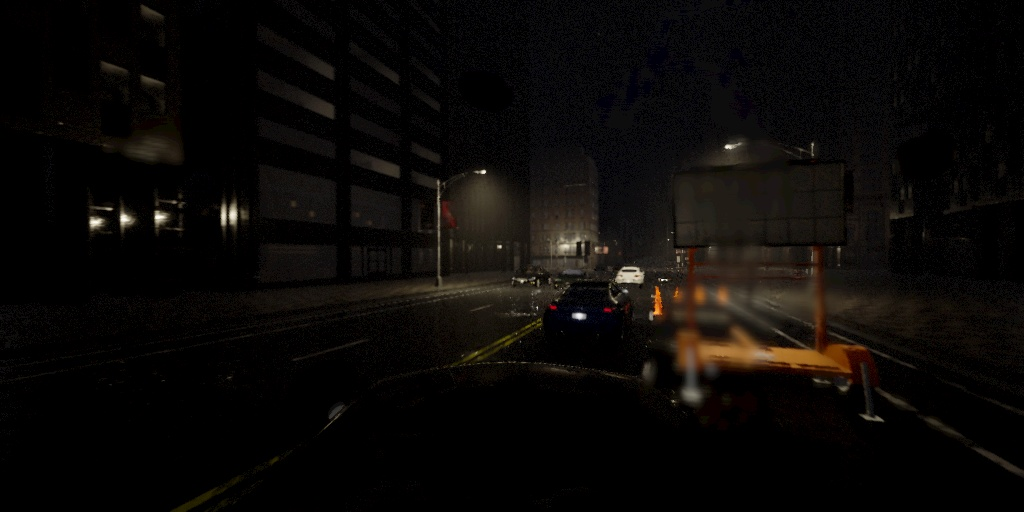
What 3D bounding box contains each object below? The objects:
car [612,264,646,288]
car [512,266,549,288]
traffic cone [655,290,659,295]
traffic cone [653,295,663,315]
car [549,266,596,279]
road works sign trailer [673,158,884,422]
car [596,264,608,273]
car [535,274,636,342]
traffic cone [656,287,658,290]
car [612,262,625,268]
[{"bbox_3d":[8.834,1.546,26.746,1.812,1.442,4.674,0,-1,22],"label":"car"},{"bbox_3d":[1.554,1.525,26.558,1.837,1.490,4.892,0,-1,22],"label":"car"},{"bbox_3d":[6.065,1.839,14.943,0.340,0.580,0.340,0,0,22],"label":"traffic cone"},{"bbox_3d":[5.329,1.819,13.084,0.340,0.580,0.340,0,0,22],"label":"traffic cone"},{"bbox_3d":[4.210,1.558,24.437,1.994,1.385,4.181,0,-1,22],"label":"car"},{"bbox_3d":[4.054,0.255,6.093,2.380,3.560,2.880,0,0,22],"label":"road works sign trailer"},{"bbox_3d":[14.941,2.001,60.191,1.812,1.442,4.674,0,-1,22],"label":"car"},{"bbox_3d":[2.315,1.400,10.287,1.994,1.385,4.181,0,-1,22],"label":"car"},{"bbox_3d":[6.801,1.860,16.802,0.340,0.580,0.340,0,0,22],"label":"traffic cone"},{"bbox_3d":[17.384,1.792,57.564,2.097,1.767,4.553,0,-1,22],"label":"car"}]
